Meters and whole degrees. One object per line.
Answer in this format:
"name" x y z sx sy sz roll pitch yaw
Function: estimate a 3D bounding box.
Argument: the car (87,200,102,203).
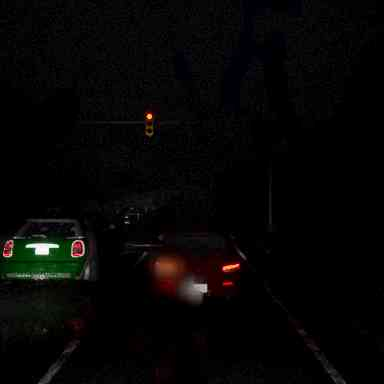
"car" -10.380 1.564 34.904 1.994 1.385 4.181 0 0 0

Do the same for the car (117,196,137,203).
"car" -10.244 1.597 51.231 1.895 1.301 4.718 0 0 1

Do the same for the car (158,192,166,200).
"car" -6.501 0.848 69.282 1.837 1.490 4.892 0 3 0

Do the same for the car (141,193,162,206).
"car" -6.705 1.442 55.214 2.128 1.511 4.902 0 1 0

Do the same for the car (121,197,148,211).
"car" -6.837 1.601 40.058 1.895 1.301 4.718 0 0 0

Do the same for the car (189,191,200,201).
"car" 0.578 0.845 66.640 2.097 1.767 4.553 0 3 0

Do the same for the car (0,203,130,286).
"car" -3.361 1.352 9.611 2.097 1.767 4.553 0 0 0

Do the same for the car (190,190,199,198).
"car" 0.561 0.473 76.719 1.837 1.490 4.892 0 3 0

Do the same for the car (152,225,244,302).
"car" 0.131 1.526 8.145 1.812 1.442 4.674 0 0 0

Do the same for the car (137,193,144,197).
"car" -10.023 1.016 67.105 2.033 1.411 5.357 0 3 1

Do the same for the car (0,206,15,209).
"car" -10.520 1.491 17.635 2.128 1.511 4.902 0 0 0

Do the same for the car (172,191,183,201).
"car" -2.924 0.985 66.399 1.882 1.535 5.008 0 3 1

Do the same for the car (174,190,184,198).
"car" -2.942 0.510 76.509 2.128 1.511 4.902 0 3 0
